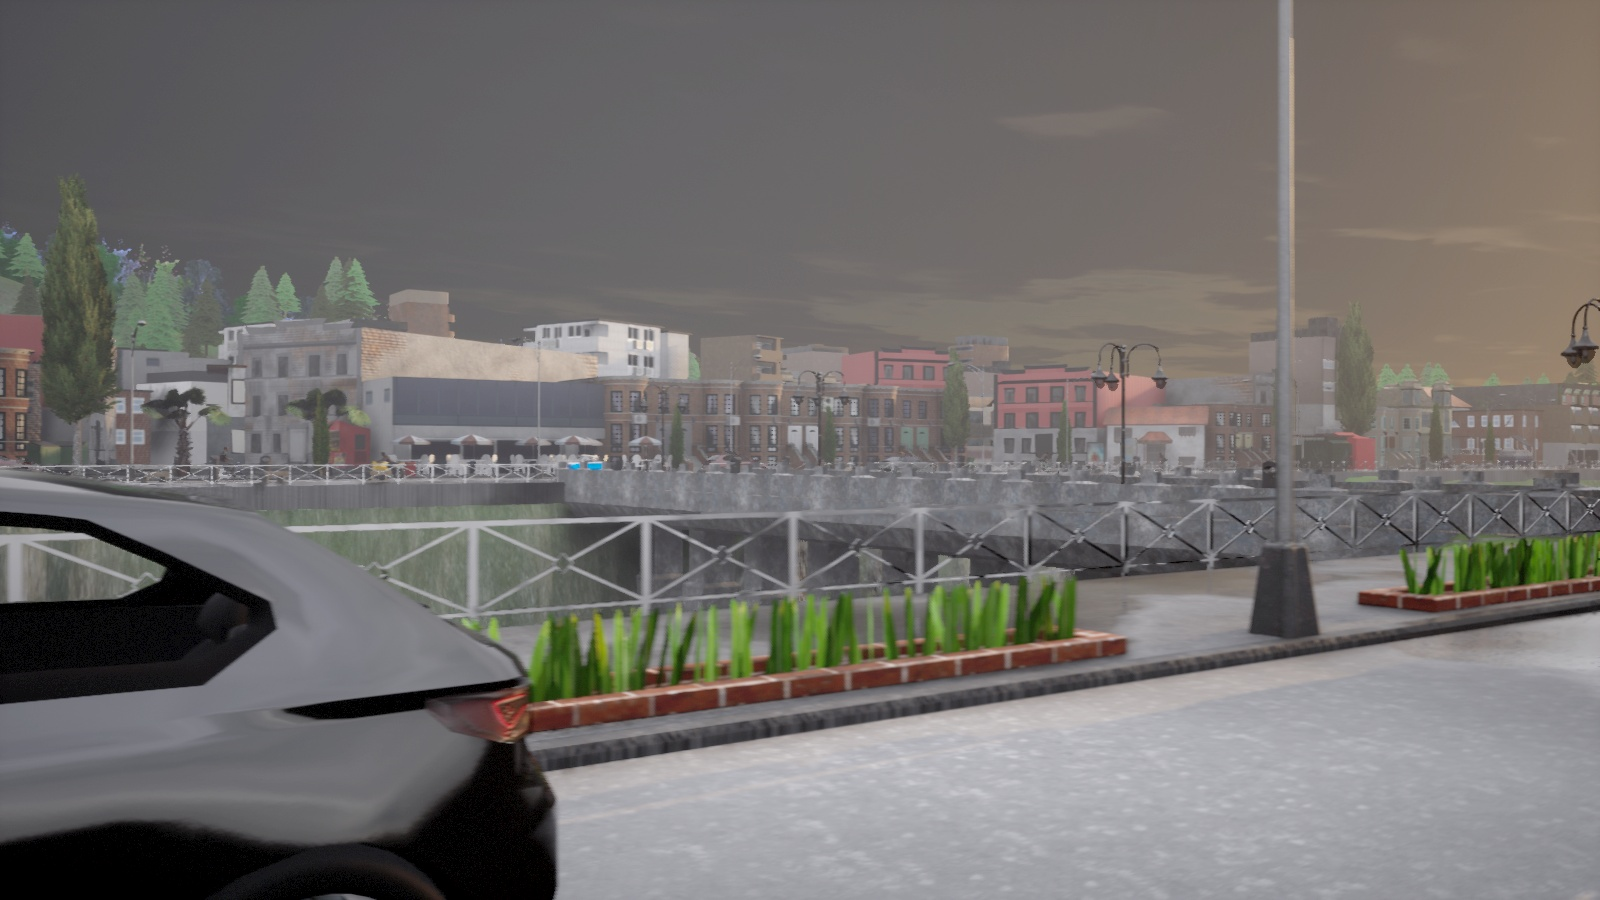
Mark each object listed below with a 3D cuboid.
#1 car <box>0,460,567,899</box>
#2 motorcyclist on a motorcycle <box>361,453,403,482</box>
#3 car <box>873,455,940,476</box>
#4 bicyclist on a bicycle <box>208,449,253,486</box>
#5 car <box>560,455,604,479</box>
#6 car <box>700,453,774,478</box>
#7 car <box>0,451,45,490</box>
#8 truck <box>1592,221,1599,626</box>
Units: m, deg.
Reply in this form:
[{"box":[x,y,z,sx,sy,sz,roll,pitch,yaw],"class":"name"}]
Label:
[{"box":[-2.760,0.770,2.347,4.193,1.474,1.816,0,0,-35],"class":"car"},{"box":[-22.765,0.943,68.443,2.044,1.523,0.797,0,0,-35],"class":"motorcyclist on a motorcycle"},{"box":[7.177,1.000,84.426,4.181,1.385,1.994,0,0,-35],"class":"car"},{"box":[-27.373,0.821,60.359,1.843,1.776,0.659,0,0,-35],"class":"bicyclist on a bicycle"},{"box":[-13.045,1.012,75.213,2.207,1.376,1.481,0,0,-35],"class":"car"},{"box":[-3.862,0.955,76.737,4.193,1.474,1.816,0,0,-35],"class":"car"},{"box":[-35.721,0.884,54.544,4.856,1.649,2.033,0,0,-35],"class":"car"},{"box":[10.876,-0.231,11.843,7.936,3.462,2.891,0,0,-35],"class":"truck"}]
